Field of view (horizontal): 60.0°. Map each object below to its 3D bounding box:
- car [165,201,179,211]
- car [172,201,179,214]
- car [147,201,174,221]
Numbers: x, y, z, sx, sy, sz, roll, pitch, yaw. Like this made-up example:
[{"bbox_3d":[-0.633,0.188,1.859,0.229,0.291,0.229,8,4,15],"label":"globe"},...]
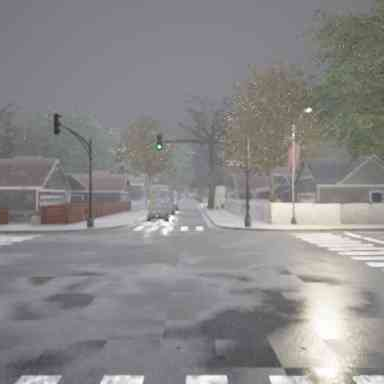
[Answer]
[{"bbox_3d":[-3.033,2.156,51.241,1.812,1.442,4.674,0,-1,0],"label":"car"},{"bbox_3d":[-3.031,1.997,41.303,2.128,1.511,4.902,0,-1,0],"label":"car"},{"bbox_3d":[-3.028,1.883,31.063,1.837,1.490,4.892,0,-1,0],"label":"car"}]
